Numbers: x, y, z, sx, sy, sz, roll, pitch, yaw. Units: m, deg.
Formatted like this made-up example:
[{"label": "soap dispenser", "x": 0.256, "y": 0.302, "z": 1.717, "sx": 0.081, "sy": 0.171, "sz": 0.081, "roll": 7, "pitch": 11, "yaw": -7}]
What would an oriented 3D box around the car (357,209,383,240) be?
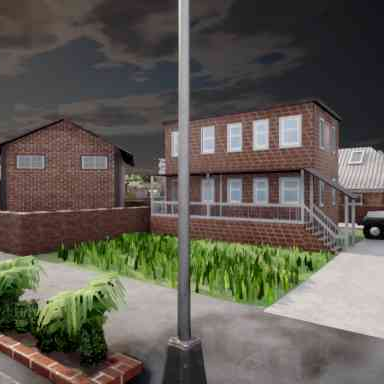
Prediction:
[{"label": "car", "x": 8.506, "y": 0.973, "z": 12.581, "sx": 3.866, "sy": 1.878, "sz": 1.905, "roll": 0, "pitch": 0, "yaw": 36}]
